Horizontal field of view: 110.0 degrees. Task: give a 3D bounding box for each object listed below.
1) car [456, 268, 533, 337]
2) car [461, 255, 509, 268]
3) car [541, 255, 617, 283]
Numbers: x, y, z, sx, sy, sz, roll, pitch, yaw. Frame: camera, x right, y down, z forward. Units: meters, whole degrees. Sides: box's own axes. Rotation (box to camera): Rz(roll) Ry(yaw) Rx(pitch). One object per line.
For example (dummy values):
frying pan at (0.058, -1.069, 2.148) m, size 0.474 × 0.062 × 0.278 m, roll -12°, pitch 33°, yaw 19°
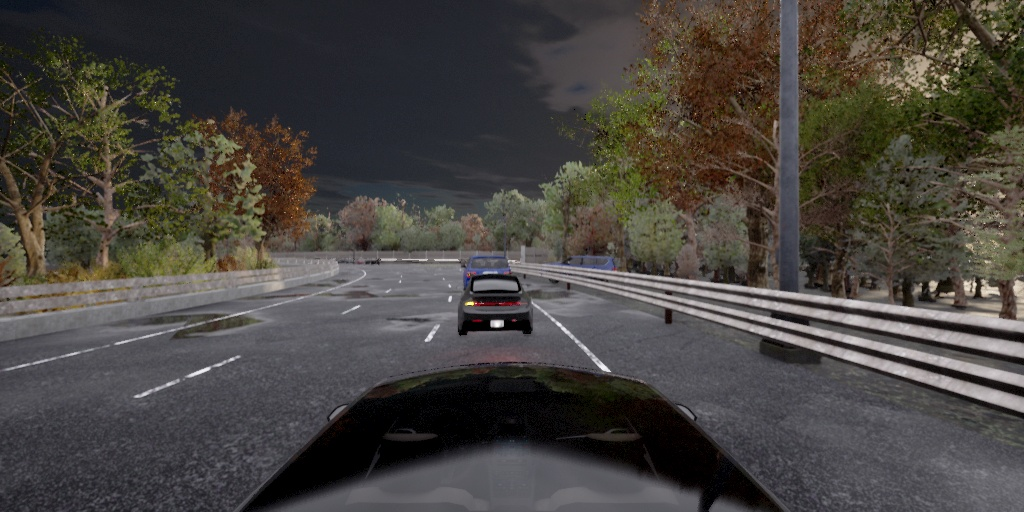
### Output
car at (-0.544, 1.251, 10.363) m, size 1.837 × 1.490 × 4.892 m, roll 0°, pitch 0°, yaw -5°
car at (-1.316, 0.964, 17.833) m, size 2.150 × 2.045 × 5.566 m, roll 0°, pitch 0°, yaw -9°
car at (4.855, 0.969, 26.135) m, size 5.566 × 2.045 × 2.150 m, roll 3°, pitch 1°, yaw 5°
